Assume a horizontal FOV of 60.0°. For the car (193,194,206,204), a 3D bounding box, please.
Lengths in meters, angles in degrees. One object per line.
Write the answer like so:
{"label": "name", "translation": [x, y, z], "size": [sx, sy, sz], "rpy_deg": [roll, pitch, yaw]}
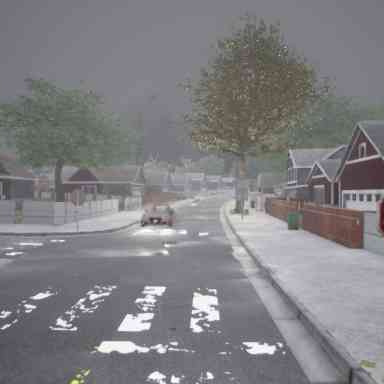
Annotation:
{"label": "car", "translation": [1.302, 1.130, 57.236], "size": [1.812, 1.442, 4.674], "rpy_deg": [0, 1, 8]}

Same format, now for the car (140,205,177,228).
{"label": "car", "translation": [-2.098, 1.540, 21.896], "size": [1.994, 1.385, 4.181], "rpy_deg": [0, 0, 3]}
